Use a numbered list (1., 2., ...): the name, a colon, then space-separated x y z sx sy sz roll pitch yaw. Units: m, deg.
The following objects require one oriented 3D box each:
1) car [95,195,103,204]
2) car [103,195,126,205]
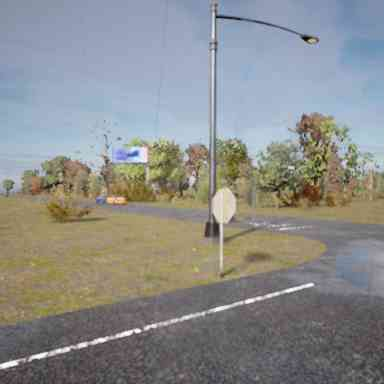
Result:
1. car: -16.155 1.288 61.020 2.097 1.767 4.553 0 0 -34
2. car: -12.936 1.298 56.313 2.097 1.767 4.553 0 0 -33
